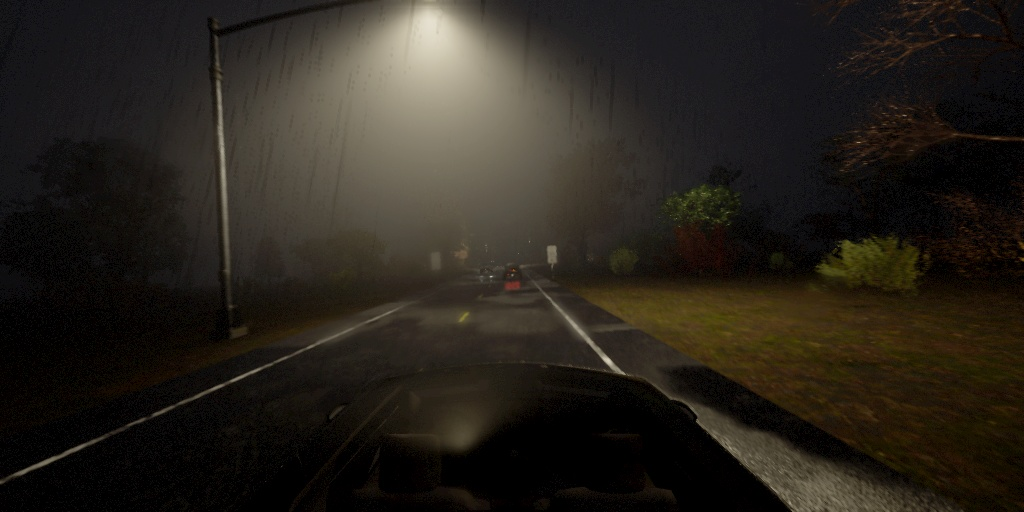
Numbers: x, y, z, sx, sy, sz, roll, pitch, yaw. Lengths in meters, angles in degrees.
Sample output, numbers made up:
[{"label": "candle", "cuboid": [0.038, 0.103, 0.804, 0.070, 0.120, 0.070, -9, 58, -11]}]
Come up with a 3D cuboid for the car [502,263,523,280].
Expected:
[{"label": "car", "cuboid": [0.049, 1.521, 35.088, 1.837, 1.490, 4.892, -3, -1, 0]}]

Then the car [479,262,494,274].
[{"label": "car", "cuboid": [-3.451, 1.612, 49.811, 2.033, 1.411, 5.357, -3, -1, 0]}]
